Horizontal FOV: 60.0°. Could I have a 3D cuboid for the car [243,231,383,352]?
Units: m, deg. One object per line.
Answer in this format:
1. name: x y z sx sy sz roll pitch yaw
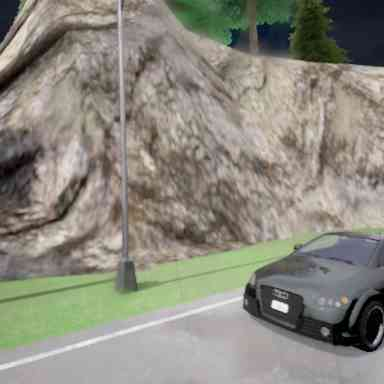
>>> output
1. car: 2.906 1.439 6.000 4.181 1.385 1.994 -2 1 -35
